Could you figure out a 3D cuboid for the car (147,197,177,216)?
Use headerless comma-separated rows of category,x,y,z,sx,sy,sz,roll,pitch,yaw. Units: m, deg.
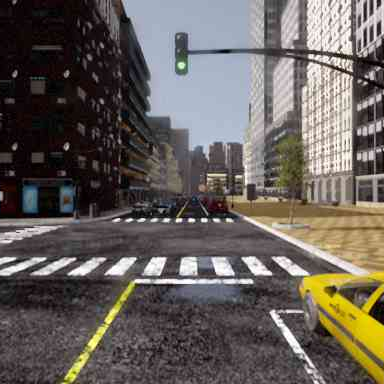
car,-2.957,1.616,34.167,2.128,1.511,4.902,0,0,0

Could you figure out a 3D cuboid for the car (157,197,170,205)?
car,-5.426,1.700,63.938,1.967,1.590,4.097,0,0,0

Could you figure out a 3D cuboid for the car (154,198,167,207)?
car,-5.448,1.778,58.410,1.887,1.381,4.507,0,0,0

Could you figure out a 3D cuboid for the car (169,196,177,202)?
car,-5.308,1.948,91.569,1.887,1.381,4.507,0,0,0

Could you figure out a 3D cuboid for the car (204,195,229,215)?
car,2.838,1.448,36.271,2.192,1.841,5.009,0,0,0

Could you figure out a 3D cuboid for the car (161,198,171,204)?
car,-5.402,1.870,69.465,1.802,1.307,4.206,0,0,0

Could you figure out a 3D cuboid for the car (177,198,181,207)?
car,-2.914,1.716,44.634,2.033,1.411,5.357,0,0,0

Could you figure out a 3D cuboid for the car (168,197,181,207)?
car,-2.850,1.700,56.142,1.882,1.535,5.008,0,0,1

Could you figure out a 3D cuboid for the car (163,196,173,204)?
car,-5.379,1.756,74.991,1.967,1.590,4.097,0,0,0

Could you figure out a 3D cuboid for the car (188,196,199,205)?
car,0.381,1.626,66.579,2.097,1.767,4.553,0,0,0

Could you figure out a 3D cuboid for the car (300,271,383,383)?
car,2.703,1.539,4.028,1.752,1.417,4.829,0,0,0

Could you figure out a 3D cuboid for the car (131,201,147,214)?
car,-5.541,1.683,36.305,2.008,1.369,4.403,0,0,0

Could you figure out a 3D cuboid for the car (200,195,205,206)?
car,2.931,1.549,58.376,2.192,1.841,5.009,0,0,0

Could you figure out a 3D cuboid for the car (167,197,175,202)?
car,-5.332,1.898,85.874,1.752,1.417,4.829,0,0,0

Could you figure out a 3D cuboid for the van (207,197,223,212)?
van,2.861,1.498,41.797,1.690,1.788,3.998,0,0,0

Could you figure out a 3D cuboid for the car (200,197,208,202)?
car,3.049,1.900,86.178,1.752,1.417,4.829,0,0,0

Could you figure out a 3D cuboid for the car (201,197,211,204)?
car,2.978,1.833,69.429,1.887,1.381,4.507,0,0,0

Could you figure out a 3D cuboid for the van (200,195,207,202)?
van,3.071,1.745,91.535,1.690,1.788,3.998,0,0,0

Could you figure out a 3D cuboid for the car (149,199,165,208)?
car,-5.472,1.757,52.884,2.008,1.369,4.403,0,0,0

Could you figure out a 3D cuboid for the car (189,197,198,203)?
car,0.326,1.824,76.473,1.837,1.490,4.892,0,0,0
